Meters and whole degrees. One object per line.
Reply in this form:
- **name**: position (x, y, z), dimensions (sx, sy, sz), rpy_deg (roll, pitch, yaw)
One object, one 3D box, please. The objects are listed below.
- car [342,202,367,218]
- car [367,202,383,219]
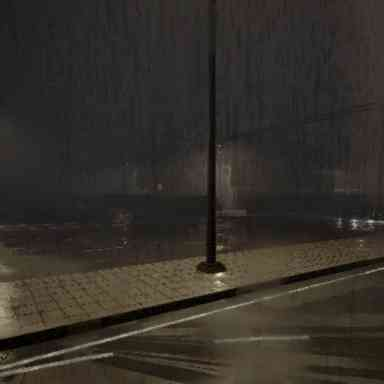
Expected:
- **car**: position (17.236, 1.719, 33.652), dimensions (5.008, 1.535, 1.882), rpy_deg (0, 0, -32)
- **car**: position (18.403, 1.735, 30.247), dimensions (4.892, 1.490, 1.837), rpy_deg (0, 0, -32)
